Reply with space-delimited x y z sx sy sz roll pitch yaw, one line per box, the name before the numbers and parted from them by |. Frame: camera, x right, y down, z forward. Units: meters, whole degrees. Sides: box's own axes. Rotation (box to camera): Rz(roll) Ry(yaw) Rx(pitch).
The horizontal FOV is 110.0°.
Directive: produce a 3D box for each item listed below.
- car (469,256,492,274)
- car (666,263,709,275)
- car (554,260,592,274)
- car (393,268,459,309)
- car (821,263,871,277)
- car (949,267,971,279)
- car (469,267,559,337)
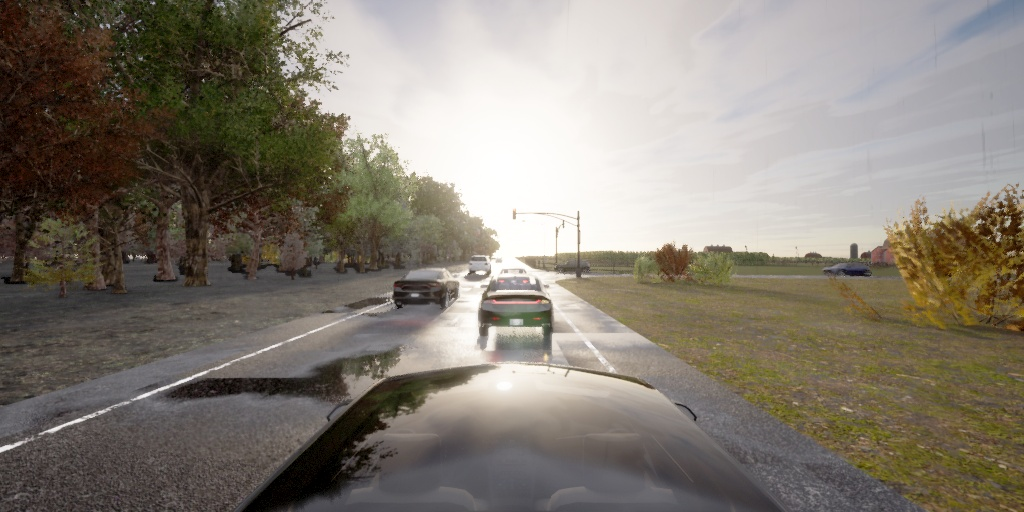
car | -3.451 0.979 39.468 2.150 2.045 5.566 0 0 0
car | 21.061 1.543 42.999 4.892 1.490 1.837 1 -1 0
car | 7.576 1.267 44.569 4.553 1.767 2.097 0 -1 19
car | -3.416 1.231 15.079 1.882 1.535 5.008 0 0 0
car | 39.913 1.596 42.932 4.553 1.767 2.097 1 -1 0
car | 48.857 1.882 39.292 4.718 1.301 1.895 1 -1 1
car | 0.090 1.244 10.319 2.128 1.511 4.902 0 0 0
